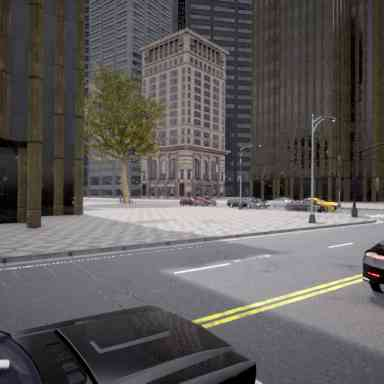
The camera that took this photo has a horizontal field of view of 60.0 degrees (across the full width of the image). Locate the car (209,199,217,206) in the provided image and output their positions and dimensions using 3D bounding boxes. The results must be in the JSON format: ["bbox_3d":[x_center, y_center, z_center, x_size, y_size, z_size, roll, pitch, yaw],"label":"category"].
[{"bbox_3d":[1.914,1.507,53.541,1.812,1.442,4.674,1,0,-41],"label":"car"}]

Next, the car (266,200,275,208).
[{"bbox_3d":[8.414,1.476,45.945,2.128,1.511,4.902,1,0,-40],"label":"car"}]

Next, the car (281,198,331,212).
[{"bbox_3d":[12.245,1.516,36.038,1.994,1.385,4.181,1,0,-39],"label":"car"}]

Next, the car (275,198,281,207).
[{"bbox_3d":[13.499,1.576,50.343,1.812,1.442,4.674,1,0,-40],"label":"car"}]

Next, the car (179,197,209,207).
[{"bbox_3d":[-0.027,1.475,50.839,1.812,1.442,4.674,1,0,-41],"label":"car"}]

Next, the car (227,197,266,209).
[{"bbox_3d":[6.655,1.444,42.985,2.128,1.511,4.902,1,0,-40],"label":"car"}]

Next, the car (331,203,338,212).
[{"bbox_3d":[14.395,1.462,38.573,1.882,1.535,5.008,1,0,-38],"label":"car"}]

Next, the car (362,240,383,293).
[{"bbox_3d":[5.816,1.492,7.584,4.902,1.511,2.128,0,0,-35],"label":"car"}]

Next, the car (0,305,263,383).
[{"bbox_3d":[-1.706,1.601,2.224,4.718,1.301,1.895,0,0,-36],"label":"car"}]
